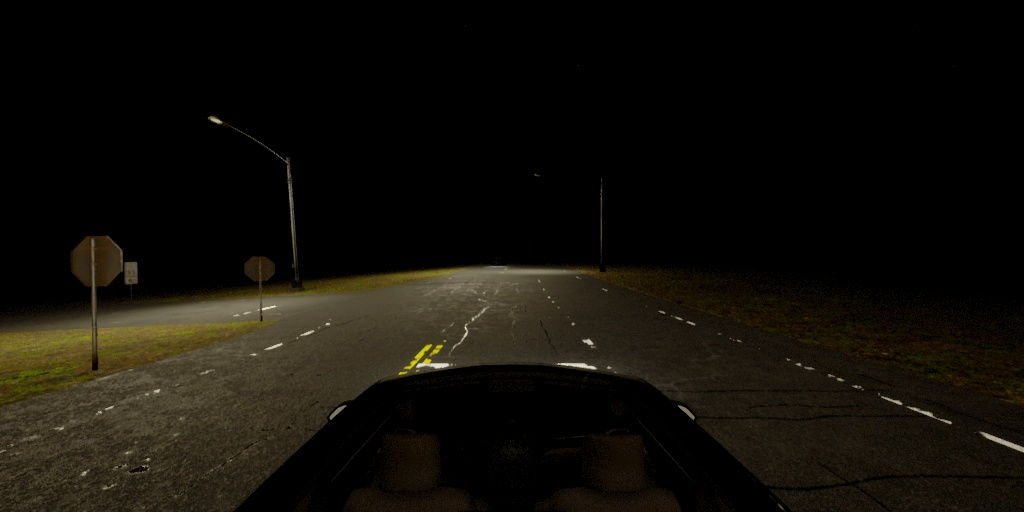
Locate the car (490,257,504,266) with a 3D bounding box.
[{"bbox_3d":[-2.223,0.877,55.342,1.994,1.385,4.181,0,1,2],"label":"car"}]
